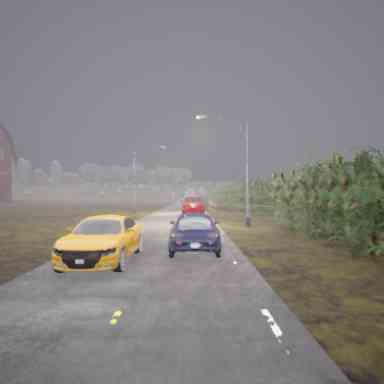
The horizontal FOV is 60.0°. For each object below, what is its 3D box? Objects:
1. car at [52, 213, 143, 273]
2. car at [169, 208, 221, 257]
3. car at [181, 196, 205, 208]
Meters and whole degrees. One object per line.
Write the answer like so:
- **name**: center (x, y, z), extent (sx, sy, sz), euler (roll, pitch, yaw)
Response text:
- **car**: center (-2.833, 1.500, 10.914), extent (1.882, 1.535, 5.008), euler (0, 0, 0)
- **car**: center (0.102, 1.558, 12.968), extent (1.812, 1.442, 4.674), euler (0, 0, 0)
- **car**: center (0.104, 1.400, 32.650), extent (2.150, 2.045, 5.566), euler (0, 0, 0)
